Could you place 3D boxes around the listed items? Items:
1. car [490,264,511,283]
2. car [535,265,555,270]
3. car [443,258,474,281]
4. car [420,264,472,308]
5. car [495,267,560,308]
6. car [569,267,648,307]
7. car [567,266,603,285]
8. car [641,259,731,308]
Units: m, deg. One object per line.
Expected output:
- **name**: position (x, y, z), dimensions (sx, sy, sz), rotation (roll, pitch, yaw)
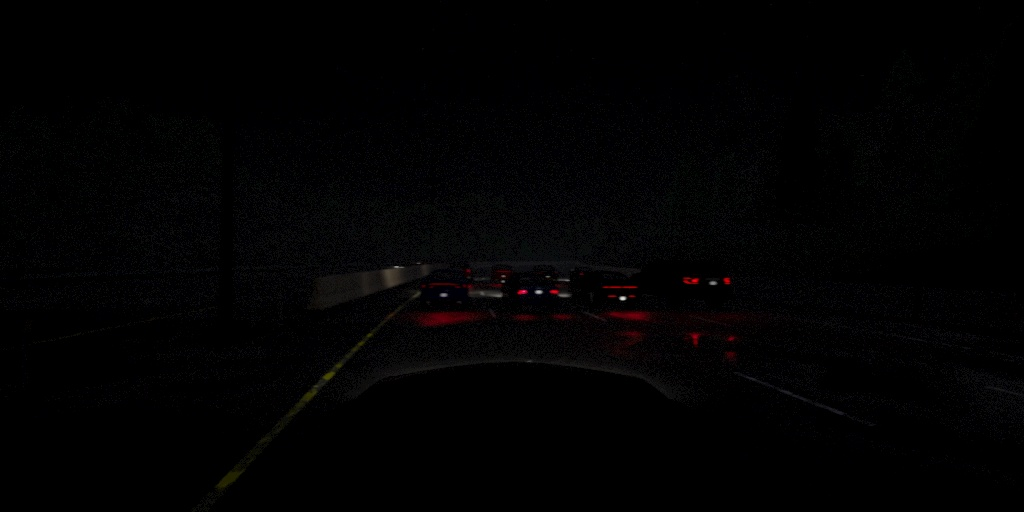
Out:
- **car**: position (-0.811, 1.445, 30.608), dimensions (1.882, 1.535, 5.008), rotation (1, 0, -3)
- **car**: position (2.682, 1.486, 30.834), dimensions (1.882, 1.535, 5.008), rotation (1, 0, -3)
- **car**: position (-4.285, 1.272, 29.983), dimensions (2.097, 1.767, 4.553), rotation (1, -1, -3)
- **car**: position (-2.865, 1.306, 15.839), dimensions (1.882, 1.535, 5.008), rotation (1, 0, -7)
- **car**: position (0.655, 1.415, 15.849), dimensions (2.033, 1.411, 5.357), rotation (1, 0, -8)
- **car**: position (4.085, 1.421, 16.650), dimensions (1.837, 1.490, 4.892), rotation (1, 0, -8)
- **car**: position (6.183, 1.612, 30.845), dimensions (1.994, 1.385, 4.181), rotation (1, 0, -3)
- **car**: position (7.587, 1.171, 16.846), dimensions (2.150, 2.045, 5.566), rotation (1, 0, -8)
